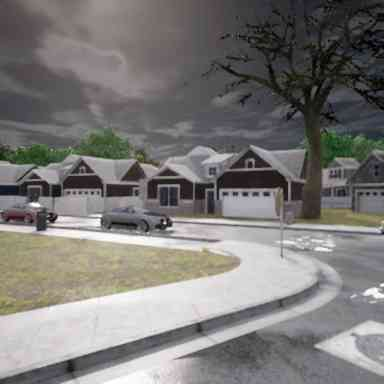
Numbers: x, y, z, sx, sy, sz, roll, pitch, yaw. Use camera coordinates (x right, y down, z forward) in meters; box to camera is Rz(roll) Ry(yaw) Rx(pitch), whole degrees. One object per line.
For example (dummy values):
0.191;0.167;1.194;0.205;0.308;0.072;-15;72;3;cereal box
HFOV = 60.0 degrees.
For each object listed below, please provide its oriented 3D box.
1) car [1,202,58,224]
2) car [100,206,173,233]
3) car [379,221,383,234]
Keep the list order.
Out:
-11.421;1.438;23.361;4.181;1.385;1.994;0;0;29;car
-3.171;1.467;18.737;4.181;1.385;1.994;0;0;30;car
10.400;1.556;13.759;1.895;1.301;4.718;0;0;-25;car
